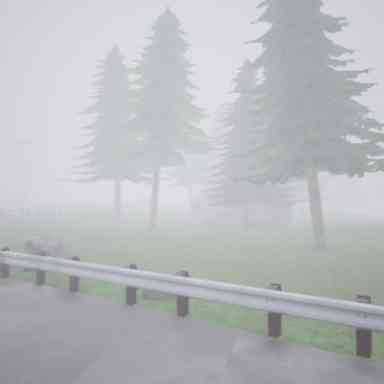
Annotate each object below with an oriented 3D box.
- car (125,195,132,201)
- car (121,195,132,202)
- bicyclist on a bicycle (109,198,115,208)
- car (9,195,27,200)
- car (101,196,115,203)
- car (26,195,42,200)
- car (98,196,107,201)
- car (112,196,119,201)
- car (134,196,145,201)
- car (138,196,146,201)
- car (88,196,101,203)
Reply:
[{"bbox_3d":[-17.355,1.639,91.094,1.812,1.442,4.674,0,0,-12],"label":"car"},{"bbox_3d":[-16.421,1.782,80.741,2.128,1.511,4.902,0,0,-4],"label":"car"},{"bbox_3d":[-11.895,1.661,50.224,1.656,1.620,0.582,3,1,17],"label":"bicyclist on a bicycle"},{"bbox_3d":[-37.556,1.636,72.854,2.150,2.045,5.566,0,0,7],"label":"car"},{"bbox_3d":[-19.905,1.757,80.197,1.882,1.535,5.008,0,0,-4],"label":"car"},{"bbox_3d":[-34.026,1.936,72.908,1.994,1.385,4.181,0,0,7],"label":"car"},{"bbox_3d":[-24.282,1.708,90.091,2.033,1.411,5.357,0,0,-12],"label":"car"},{"bbox_3d":[-20.824,1.737,90.622,1.895,1.301,4.718,0,0,-12],"label":"car"},{"bbox_3d":[-12.940,1.829,81.317,1.895,1.301,4.718,0,0,-4],"label":"car"},{"bbox_3d":[-13.897,1.684,91.625,1.895,1.301,4.718,0,0,-12],"label":"car"},{"bbox_3d":[-23.369,1.847,79.479,2.033,1.411,5.357,0,0,-4],"label":"car"}]
